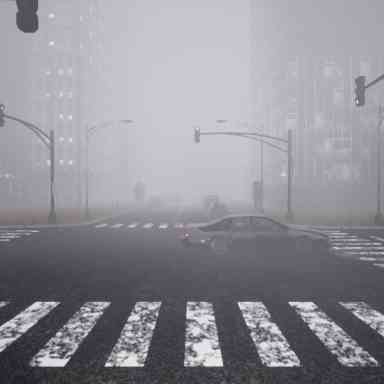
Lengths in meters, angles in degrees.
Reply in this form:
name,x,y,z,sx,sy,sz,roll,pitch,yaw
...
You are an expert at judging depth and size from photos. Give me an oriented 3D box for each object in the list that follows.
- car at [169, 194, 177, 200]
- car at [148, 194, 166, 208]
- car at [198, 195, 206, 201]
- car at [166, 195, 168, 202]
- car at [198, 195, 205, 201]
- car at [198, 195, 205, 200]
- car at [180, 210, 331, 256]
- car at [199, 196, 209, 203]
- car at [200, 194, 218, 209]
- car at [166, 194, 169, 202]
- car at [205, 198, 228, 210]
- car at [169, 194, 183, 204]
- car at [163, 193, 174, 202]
name,x,y,z,sx,sy,sz,roll,pitch,yaw
car,-5.347,1.383,92.846,1.967,1.590,4.097,-1,0,0
car,-5.337,1.419,48.650,1.967,1.590,4.097,-1,0,0
car,2.538,1.535,81.824,1.802,1.307,4.206,-1,0,0
car,-5.337,1.557,54.174,1.802,1.307,4.206,-1,0,0
car,2.536,1.473,87.518,1.752,1.417,4.829,-1,0,0
car,2.535,1.488,92.873,1.887,1.381,4.507,-1,0,0
car,2.255,1.543,12.495,5.357,1.411,2.033,0,0,0
car,2.540,1.507,70.774,1.887,1.381,4.507,-1,0,0
car,2.530,1.297,43.152,2.192,1.841,5.009,-1,0,0
car,-5.342,1.403,70.748,1.967,1.590,4.097,-1,0,0
car,2.515,1.569,32.103,1.802,1.307,4.206,-1,0,0
car,-2.763,1.320,64.366,2.097,1.767,4.553,0,0,0
car,-5.345,1.273,76.272,2.192,1.841,5.009,-1,0,0
